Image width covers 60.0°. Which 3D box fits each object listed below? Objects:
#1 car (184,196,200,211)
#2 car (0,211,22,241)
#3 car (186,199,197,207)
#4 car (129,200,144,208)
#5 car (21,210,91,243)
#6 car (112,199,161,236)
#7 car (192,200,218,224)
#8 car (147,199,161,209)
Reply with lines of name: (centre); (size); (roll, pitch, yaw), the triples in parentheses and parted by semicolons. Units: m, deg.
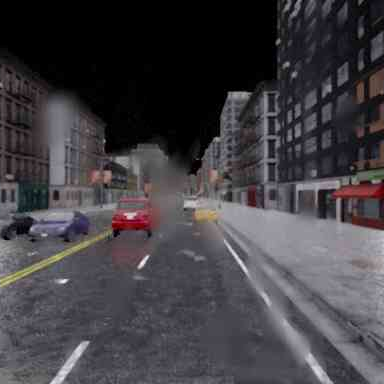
car: (-0.021, 1.658, 48.207); (2.150, 2.045, 5.566); (0, -1, 2)
car: (-9.861, 1.735, 17.608); (1.994, 1.385, 4.181); (0, -1, 0)
car: (-0.045, 2.153, 66.586); (2.033, 1.411, 5.357); (0, -1, 0)
car: (-9.843, 2.096, 59.125); (1.994, 1.385, 4.181); (0, 0, 0)
car: (-6.611, 1.693, 17.203); (1.812, 1.442, 4.674); (0, -1, 0)
car: (-3.152, 1.411, 19.697); (2.150, 2.045, 5.566); (0, -1, 0)
car: (1.119, 1.713, 27.513); (1.801, 1.575, 5.366); (0, -1, 0)
car: (-6.598, 2.024, 57.713); (1.837, 1.490, 4.892); (0, 0, 0)
